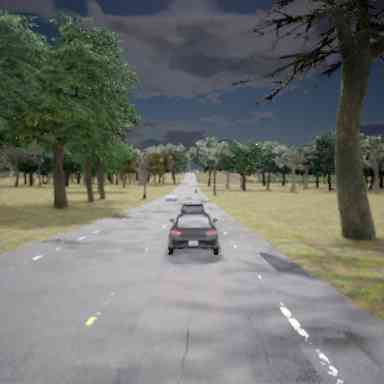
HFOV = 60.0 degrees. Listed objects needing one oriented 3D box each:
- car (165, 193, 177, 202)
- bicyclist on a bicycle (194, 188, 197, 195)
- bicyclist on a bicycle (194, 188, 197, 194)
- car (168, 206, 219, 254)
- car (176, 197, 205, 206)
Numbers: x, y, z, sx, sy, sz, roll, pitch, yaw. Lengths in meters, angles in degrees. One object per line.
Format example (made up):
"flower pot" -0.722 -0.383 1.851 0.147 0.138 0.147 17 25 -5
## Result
"car" -3.510 0.850 56.812 1.812 1.442 4.674 0 1 0
"bicyclist on a bicycle" 1.034 0.049 83.362 0.582 1.620 1.656 0 1 0
"bicyclist on a bicycle" 1.039 -0.233 92.354 0.866 1.612 1.509 0 2 0
"car" 0.064 1.492 13.209 1.812 1.442 4.674 0 1 0
"car" 0.072 1.318 27.467 2.128 1.511 4.902 0 1 1
